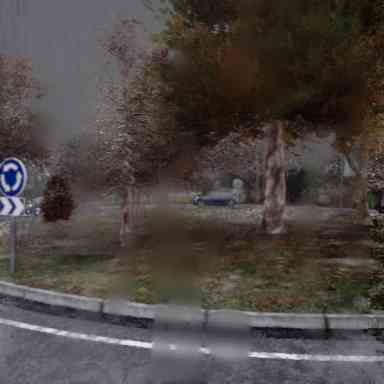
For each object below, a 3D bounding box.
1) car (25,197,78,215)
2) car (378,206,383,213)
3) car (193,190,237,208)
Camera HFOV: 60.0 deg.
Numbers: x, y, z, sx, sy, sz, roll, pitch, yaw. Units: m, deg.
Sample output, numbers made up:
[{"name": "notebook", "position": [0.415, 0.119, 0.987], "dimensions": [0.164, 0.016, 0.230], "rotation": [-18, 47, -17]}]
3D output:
[{"name": "car", "position": [-11.595, 1.028, 26.942], "dimensions": [1.837, 1.490, 4.892], "rotation": [1, 1, 34]}, {"name": "car", "position": [17.228, 1.310, 25.519], "dimensions": [2.033, 1.411, 5.357], "rotation": [0, 1, -22]}, {"name": "car", "position": [2.385, 0.694, 34.809], "dimensions": [4.553, 1.767, 2.097], "rotation": [1, 1, 4]}]
